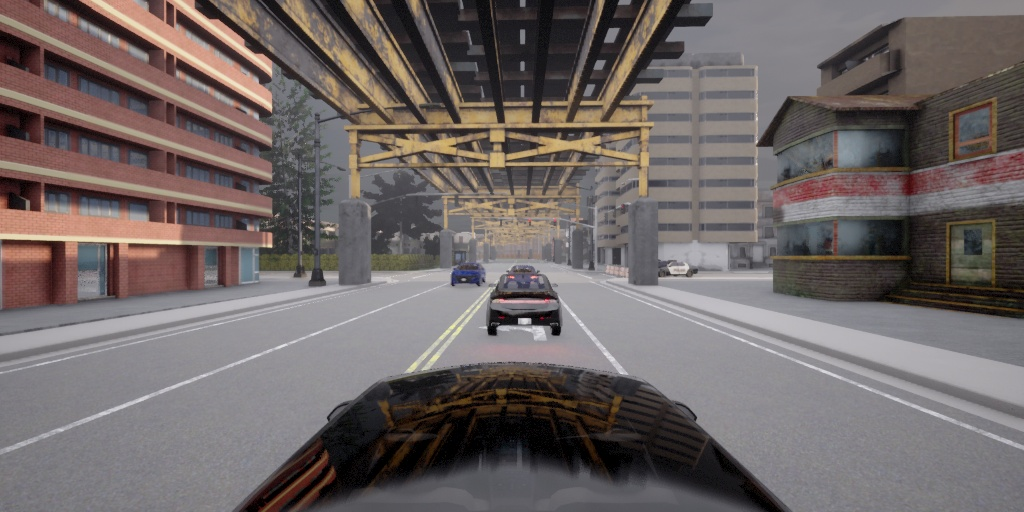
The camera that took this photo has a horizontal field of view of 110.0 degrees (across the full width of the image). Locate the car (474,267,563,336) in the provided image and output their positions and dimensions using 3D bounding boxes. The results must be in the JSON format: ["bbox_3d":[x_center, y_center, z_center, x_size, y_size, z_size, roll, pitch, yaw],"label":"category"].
[{"bbox_3d":[0.328,1.232,10.388,2.128,1.511,4.902,0,0,1],"label":"car"}]

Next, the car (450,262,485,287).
[{"bbox_3d":[-2.881,1.187,24.408,1.882,1.535,5.008,0,0,2],"label":"car"}]

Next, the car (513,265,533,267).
[{"bbox_3d":[0.627,1.240,20.656,1.812,1.442,4.674,0,0,2],"label":"car"}]
